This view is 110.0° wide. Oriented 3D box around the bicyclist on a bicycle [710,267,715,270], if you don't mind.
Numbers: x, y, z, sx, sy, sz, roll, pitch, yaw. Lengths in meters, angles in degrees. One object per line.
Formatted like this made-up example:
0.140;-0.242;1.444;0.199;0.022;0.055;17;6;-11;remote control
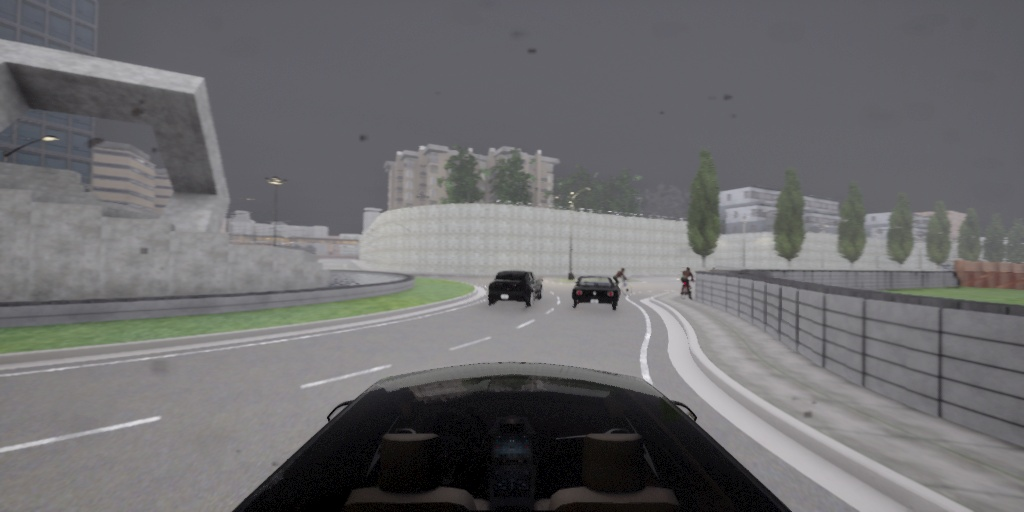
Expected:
18.978;1.877;34.066;1.656;1.620;0.582;1;-1;-5;bicyclist on a bicycle

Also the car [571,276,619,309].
3.792;1.566;16.549;1.895;1.301;4.718;1;-1;12;car

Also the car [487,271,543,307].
0.253;1.403;16.608;1.837;1.490;4.892;1;0;13;car

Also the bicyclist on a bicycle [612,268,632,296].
6.272;1.506;20.748;1.656;1.620;0.582;2;-1;-19;bicyclist on a bicycle

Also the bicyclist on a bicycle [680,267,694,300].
8.816;1.381;18.090;0.582;1.620;1.656;1;-1;43;bicyclist on a bicycle
